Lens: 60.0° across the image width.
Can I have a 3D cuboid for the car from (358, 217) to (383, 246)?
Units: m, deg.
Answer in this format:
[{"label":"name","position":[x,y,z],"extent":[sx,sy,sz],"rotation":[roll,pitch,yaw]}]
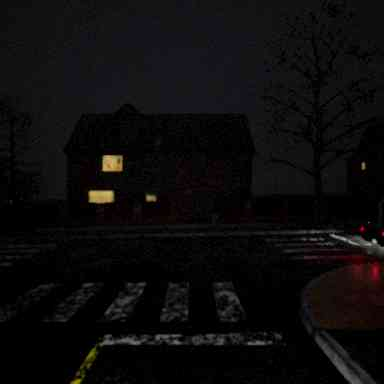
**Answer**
[{"label":"car","position":[8.563,1.361,11.617],"extent":[4.718,1.301,1.895],"rotation":[-1,1,-2]}]
